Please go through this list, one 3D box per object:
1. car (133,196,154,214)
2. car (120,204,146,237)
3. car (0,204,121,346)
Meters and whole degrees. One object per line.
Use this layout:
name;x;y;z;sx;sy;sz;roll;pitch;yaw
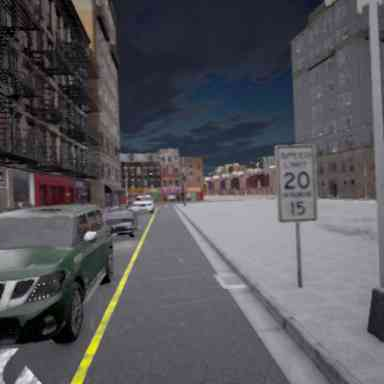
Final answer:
car;-5.608;1.445;38.990;2.150;2.045;5.566;-2;0;-4
car;-4.005;1.697;18.884;2.033;1.411;5.357;-2;0;-5
car;-3.019;1.335;6.868;2.150;2.045;5.566;-2;0;-5
